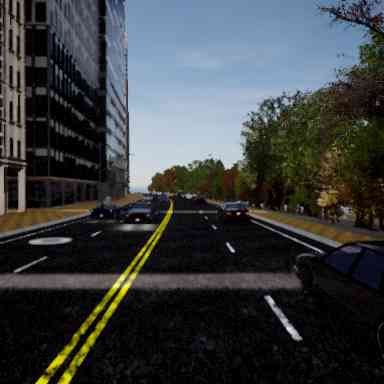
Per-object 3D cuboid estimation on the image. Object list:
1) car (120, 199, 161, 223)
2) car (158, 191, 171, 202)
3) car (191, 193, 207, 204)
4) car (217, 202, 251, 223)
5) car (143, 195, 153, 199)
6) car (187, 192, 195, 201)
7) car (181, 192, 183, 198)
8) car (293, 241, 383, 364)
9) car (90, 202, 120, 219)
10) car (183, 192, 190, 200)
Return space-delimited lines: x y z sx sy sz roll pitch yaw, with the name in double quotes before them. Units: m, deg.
"car" -3.714 1.467 24.907 2.033 1.411 5.357 0 0 -2
"car" -5.649 1.121 66.035 2.097 1.767 4.553 0 0 -4
"car" 1.435 1.359 57.660 1.994 1.385 4.181 0 0 -4
"car" 2.999 1.465 24.514 2.033 1.411 5.357 0 0 -2
"car" -9.211 1.322 70.270 1.895 1.301 4.718 0 0 -4
"car" 0.687 1.315 68.692 1.994 1.385 4.181 0 0 -4
"car" -1.196 1.257 90.754 1.895 1.301 4.718 0 0 -6
"car" 3.321 1.528 5.450 2.033 1.411 5.357 0 0 0
"car" -7.055 1.512 27.911 1.895 1.301 4.718 0 0 -2
"car" -0.192 0.926 79.742 2.150 2.045 5.566 0 0 -5
